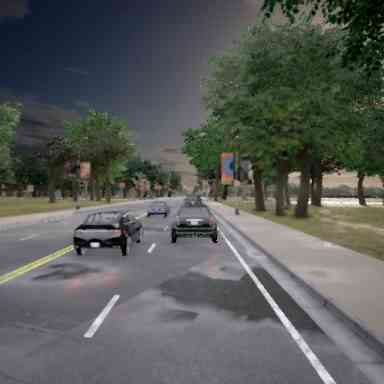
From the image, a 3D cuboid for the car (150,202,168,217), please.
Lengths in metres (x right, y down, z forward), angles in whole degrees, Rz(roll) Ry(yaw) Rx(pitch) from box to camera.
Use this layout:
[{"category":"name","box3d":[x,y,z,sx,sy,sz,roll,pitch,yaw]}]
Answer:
[{"category":"car","box3d":[-3.139,1.625,31.825,2.033,1.411,5.357,0,0,0]}]

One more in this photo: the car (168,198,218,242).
[{"category":"car","box3d":[0.105,1.368,16.589,2.097,1.767,4.553,0,0,0]}]

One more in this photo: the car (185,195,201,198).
[{"category":"car","box3d":[0.112,1.337,38.858,2.150,2.045,5.566,0,0,0]}]

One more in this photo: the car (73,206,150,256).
[{"category":"car","box3d":[-3.145,1.501,13.223,2.128,1.511,4.902,0,0,0]}]
